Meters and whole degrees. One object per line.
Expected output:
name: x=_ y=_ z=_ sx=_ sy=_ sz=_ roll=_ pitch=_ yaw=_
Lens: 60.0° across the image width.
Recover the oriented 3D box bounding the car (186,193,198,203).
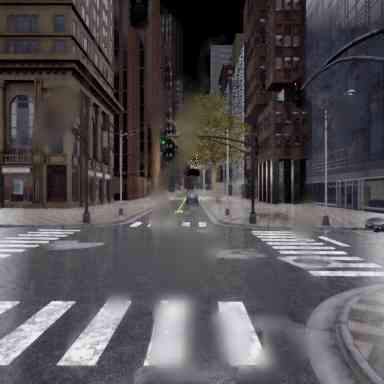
car: x=0.014 y=1.043 z=60.745 sx=2.097 sy=1.767 sz=4.553 roll=0 pitch=1 yaw=0

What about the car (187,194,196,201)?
car: x=-0.056 y=1.109 z=70.708 sx=1.812 sy=1.442 sz=4.674 roll=0 pitch=1 yaw=0

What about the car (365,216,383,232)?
car: x=11.907 y=1.631 z=18.324 sx=4.403 sy=1.369 sz=2.008 roll=0 pitch=0 yaw=0
